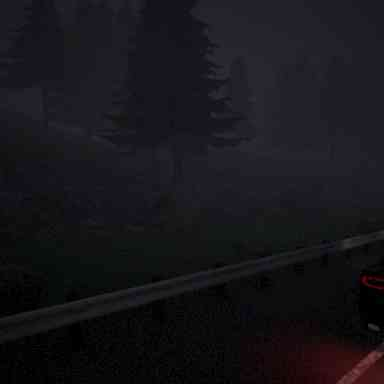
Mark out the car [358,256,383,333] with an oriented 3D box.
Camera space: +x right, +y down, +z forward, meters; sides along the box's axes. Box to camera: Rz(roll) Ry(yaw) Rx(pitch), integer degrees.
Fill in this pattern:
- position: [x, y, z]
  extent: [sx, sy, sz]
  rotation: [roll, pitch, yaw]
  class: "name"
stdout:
- position: [4.711, 1.451, 5.832]
  extent: [5.008, 1.535, 1.882]
  rotation: [0, 0, -42]
  class: "car"
